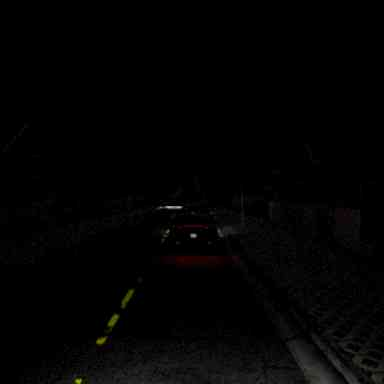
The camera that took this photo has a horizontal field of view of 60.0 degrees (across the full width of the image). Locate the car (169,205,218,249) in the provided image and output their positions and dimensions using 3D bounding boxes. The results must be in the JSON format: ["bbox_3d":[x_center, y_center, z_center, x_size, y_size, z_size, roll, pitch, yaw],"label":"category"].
[{"bbox_3d":[0.070,1.504,14.706,1.882,1.535,5.008,0,-1,0],"label":"car"}]

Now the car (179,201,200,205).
[{"bbox_3d":[0.069,1.596,30.367,1.812,1.442,4.674,0,0,0],"label":"car"}]

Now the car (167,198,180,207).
[{"bbox_3d":[-2.824,1.661,53.796,1.994,1.385,4.181,0,0,0],"label":"car"}]
